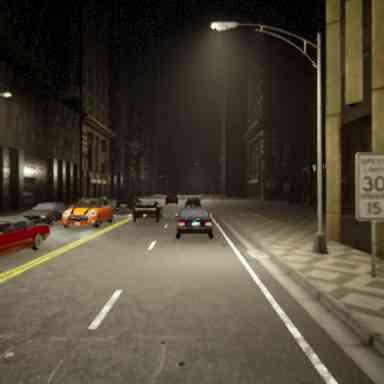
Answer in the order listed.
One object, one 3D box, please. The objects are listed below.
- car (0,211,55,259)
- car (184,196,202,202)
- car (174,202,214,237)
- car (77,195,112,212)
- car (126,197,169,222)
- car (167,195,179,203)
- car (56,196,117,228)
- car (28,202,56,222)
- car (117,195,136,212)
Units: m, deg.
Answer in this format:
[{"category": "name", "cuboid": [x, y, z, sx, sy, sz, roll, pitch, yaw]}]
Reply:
[{"category": "car", "cuboid": [-6.586, 1.538, 11.050, 1.895, 1.301, 4.718, 0, 0, 0]}, {"category": "car", "cuboid": [0.111, 1.266, 39.031, 2.128, 1.511, 4.902, 0, 0, 0]}, {"category": "car", "cuboid": [0.107, 1.448, 17.222, 2.033, 1.411, 5.357, 0, 0, 0]}, {"category": "car", "cuboid": [-9.741, 1.135, 33.792, 2.128, 1.511, 4.902, 0, 0, 0]}, {"category": "car", "cuboid": [-3.142, 1.349, 24.557, 2.128, 1.511, 4.902, 0, 0, 0]}, {"category": "car", "cuboid": [-3.135, 1.171, 52.802, 1.882, 1.535, 5.008, 0, 0, 0]}, {"category": "car", "cuboid": [-6.531, 1.229, 21.253, 2.097, 1.767, 4.553, 0, 0, 0]}, {"category": "car", "cuboid": [-9.759, 1.415, 22.859, 2.033, 1.411, 5.357, 0, 0, 0]}, {"category": "car", "cuboid": [-6.491, 1.110, 33.791, 1.837, 1.490, 4.892, 0, 0, 0]}]
